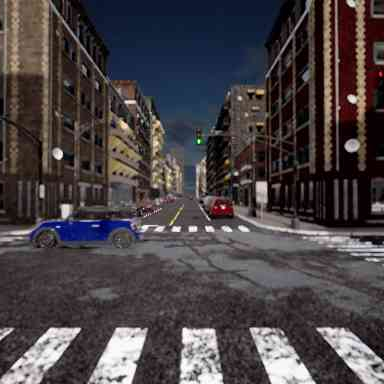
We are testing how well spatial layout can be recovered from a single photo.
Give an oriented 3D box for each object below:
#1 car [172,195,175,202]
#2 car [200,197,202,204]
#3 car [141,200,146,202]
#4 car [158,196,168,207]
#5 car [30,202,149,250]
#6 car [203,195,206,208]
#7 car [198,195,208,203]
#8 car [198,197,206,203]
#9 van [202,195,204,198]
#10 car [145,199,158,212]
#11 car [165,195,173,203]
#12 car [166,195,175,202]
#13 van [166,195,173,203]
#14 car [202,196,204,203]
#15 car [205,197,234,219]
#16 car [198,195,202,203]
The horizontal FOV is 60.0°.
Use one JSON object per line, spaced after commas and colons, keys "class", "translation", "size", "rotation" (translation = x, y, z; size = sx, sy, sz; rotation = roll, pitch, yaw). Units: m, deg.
{"class": "car", "translation": [-5.781, 1.716, 80.272], "size": [2.192, 1.841, 5.009], "rotation": [1, 0, 0]}
{"class": "car", "translation": [2.633, 1.813, 52.666], "size": [1.802, 1.307, 4.206], "rotation": [1, 0, 0]}
{"class": "car", "translation": [-5.718, 1.687, 30.559], "size": [1.947, 1.339, 4.313], "rotation": [1, 0, 0]}
{"class": "car", "translation": [-5.755, 1.814, 58.177], "size": [2.008, 1.369, 4.403], "rotation": [1, 0, 0]}
{"class": "car", "translation": [-4.378, 1.432, 14.207], "size": [4.553, 1.767, 2.097], "rotation": [0, -1, 0]}
{"class": "car", "translation": [2.659, 1.460, 36.099], "size": [2.192, 1.841, 5.009], "rotation": [1, 0, 0]}
{"class": "car", "translation": [2.599, 1.716, 80.285], "size": [2.192, 1.841, 5.009], "rotation": [1, 0, 0]}
{"class": "car", "translation": [2.587, 1.984, 85.808], "size": [1.887, 1.381, 4.507], "rotation": [1, 0, 0]}
{"class": "van", "translation": [2.644, 1.541, 47.144], "size": [1.690, 1.788, 3.998], "rotation": [1, 0, 0]}
{"class": "car", "translation": [-5.732, 1.716, 41.608], "size": [1.887, 1.381, 4.507], "rotation": [1, 0, 0]}
{"class": "car", "translation": [-5.778, 1.946, 74.746], "size": [1.802, 1.307, 4.206], "rotation": [1, 0, 0]}
{"class": "car", "translation": [-5.796, 1.794, 91.321], "size": [2.192, 1.841, 5.009], "rotation": [1, 0, 0]}
{"class": "van", "translation": [-5.789, 1.780, 85.797], "size": [1.690, 1.788, 3.998], "rotation": [1, 0, 0]}
{"class": "car", "translation": [2.649, 1.612, 41.622], "size": [1.967, 1.590, 4.097], "rotation": [1, 0, 0]}
{"class": "car", "translation": [2.667, 1.436, 30.575], "size": [2.192, 1.841, 5.009], "rotation": [1, 0, 0]}
{"class": "car", "translation": [2.603, 1.930, 74.759], "size": [1.947, 1.339, 4.313], "rotation": [1, 0, 0]}
